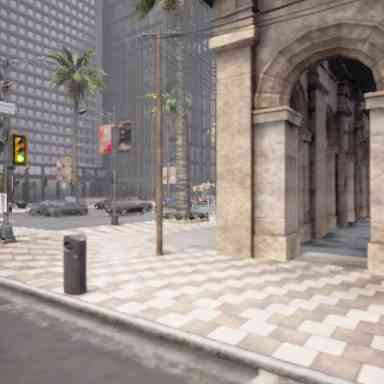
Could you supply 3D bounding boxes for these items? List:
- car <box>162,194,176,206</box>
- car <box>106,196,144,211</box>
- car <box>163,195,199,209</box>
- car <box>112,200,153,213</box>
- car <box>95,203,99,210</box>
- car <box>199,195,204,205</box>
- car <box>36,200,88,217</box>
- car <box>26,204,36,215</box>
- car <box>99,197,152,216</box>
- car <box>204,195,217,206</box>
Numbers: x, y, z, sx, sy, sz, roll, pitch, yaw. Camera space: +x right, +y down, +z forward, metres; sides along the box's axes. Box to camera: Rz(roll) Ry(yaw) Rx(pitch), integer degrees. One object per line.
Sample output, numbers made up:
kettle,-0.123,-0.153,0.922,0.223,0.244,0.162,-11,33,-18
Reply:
car,-2.453,1.280,50.963,2.150,2.045,5.566,0,0,36
car,-8.532,1.411,42.515,2.097,1.767,4.553,0,0,36
car,-1.459,1.557,46.358,1.837,1.490,4.892,0,0,36
car,-6.906,1.653,38.784,1.895,1.301,4.718,0,0,35
car,-10.807,1.577,44.651,2.161,1.482,4.786,0,0,35
car,2.034,1.419,62.430,2.185,1.767,4.553,0,0,35
car,-12.048,1.616,31.615,1.994,1.385,4.181,0,0,36
car,-14.475,1.550,34.237,2.128,1.511,4.902,0,0,36
car,-6.363,1.537,33.191,2.128,1.511,4.902,0,0,36
car,4.460,1.405,54.554,2.097,1.767,4.553,0,0,36
